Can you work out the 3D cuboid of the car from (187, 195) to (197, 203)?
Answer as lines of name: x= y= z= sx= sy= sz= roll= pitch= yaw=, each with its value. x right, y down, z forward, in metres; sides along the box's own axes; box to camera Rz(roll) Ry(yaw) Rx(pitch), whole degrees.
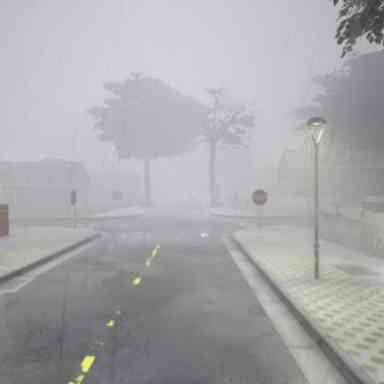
car: x=0.004 y=1.417 z=67.943 sx=1.812 sy=1.442 sz=4.674 roll=0 pitch=0 yaw=0

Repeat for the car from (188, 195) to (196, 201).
car: x=0.005 y=1.323 z=77.975 sx=1.895 sy=1.301 sz=4.718 roll=0 pitch=0 yaw=0
